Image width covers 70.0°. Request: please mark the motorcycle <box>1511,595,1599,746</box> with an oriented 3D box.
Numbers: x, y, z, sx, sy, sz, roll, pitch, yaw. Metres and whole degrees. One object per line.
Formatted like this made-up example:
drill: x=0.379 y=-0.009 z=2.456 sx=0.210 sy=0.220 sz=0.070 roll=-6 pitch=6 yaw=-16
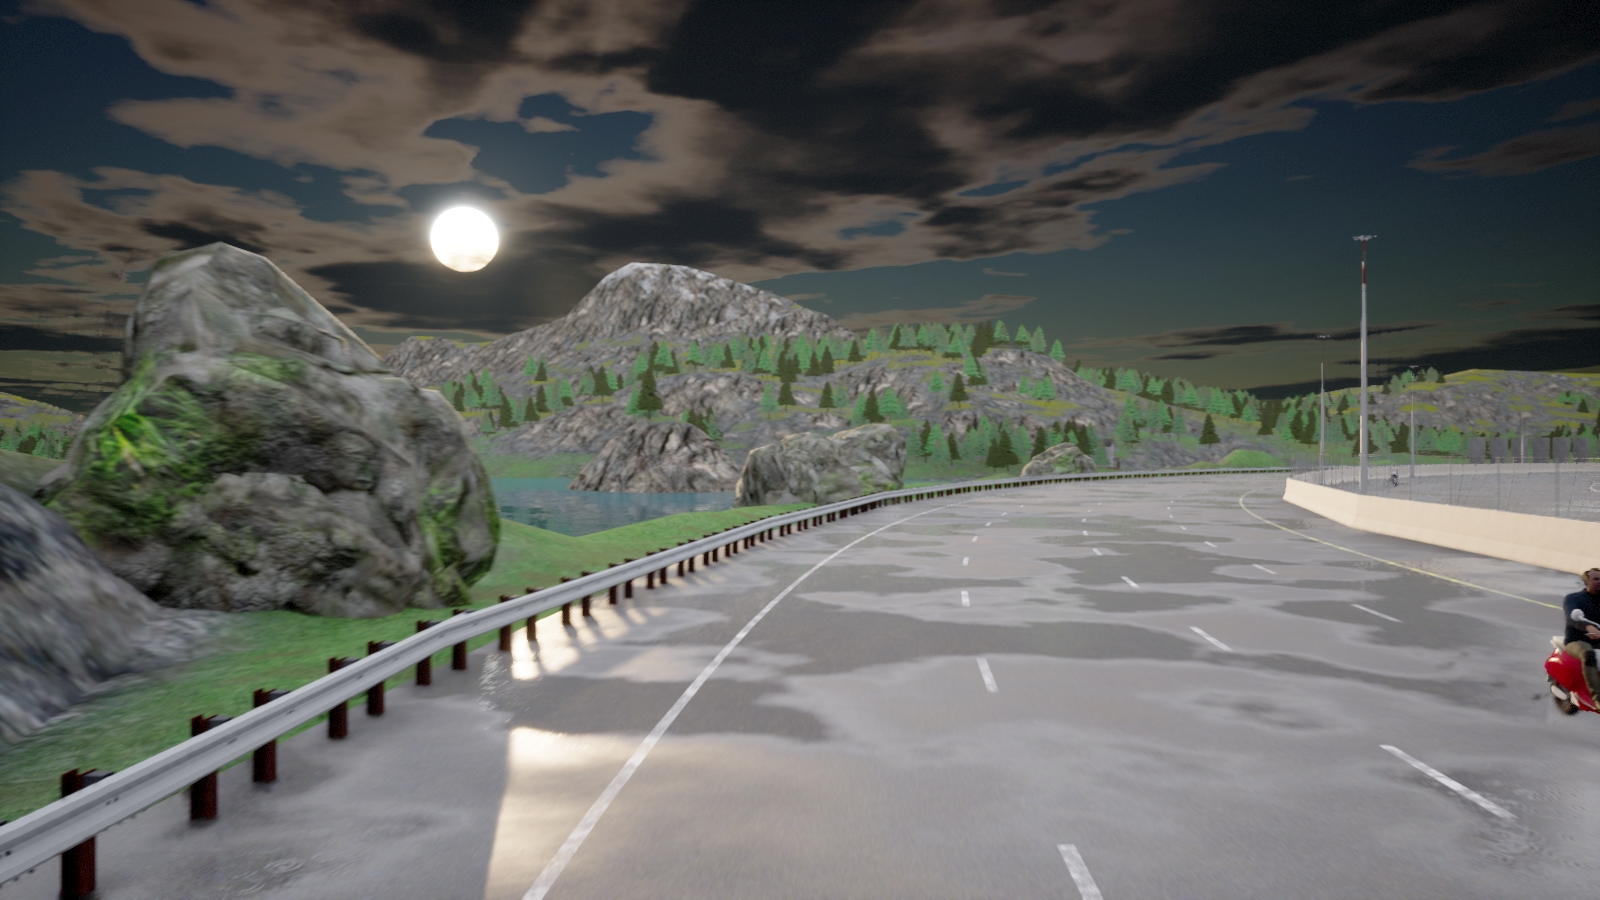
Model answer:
motorcycle: x=8.092 y=2.194 z=11.505 sx=0.856 sy=1.236 sz=1.805 roll=-1 pitch=0 yaw=6
